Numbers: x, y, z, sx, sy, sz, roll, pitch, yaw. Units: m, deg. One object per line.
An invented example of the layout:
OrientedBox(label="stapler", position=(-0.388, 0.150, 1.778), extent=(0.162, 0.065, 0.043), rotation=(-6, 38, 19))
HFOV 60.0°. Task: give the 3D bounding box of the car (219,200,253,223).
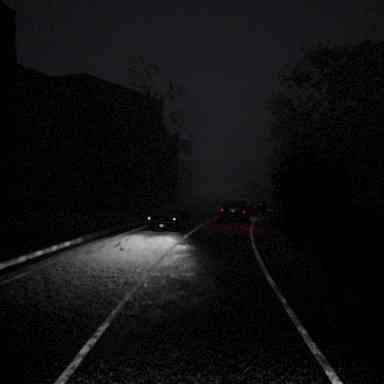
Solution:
OrientedBox(label="car", position=(3.404, 1.398, 25.976), extent=(2.097, 1.767, 4.553), rotation=(1, 0, 13))

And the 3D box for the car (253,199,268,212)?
OrientedBox(label="car", position=(8.414, 1.690, 42.011), extent=(2.128, 1.511, 4.902), rotation=(2, 0, 21))

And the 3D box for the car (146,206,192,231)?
OrientedBox(label="car", position=(-1.291, 1.555, 20.573), extent=(1.895, 1.301, 4.718), rotation=(1, 0, 11))
